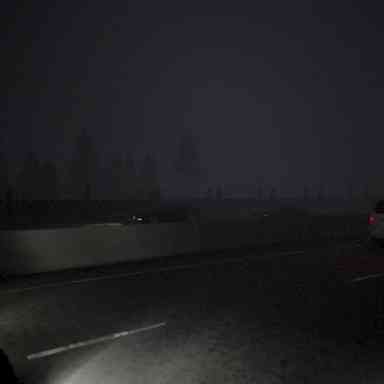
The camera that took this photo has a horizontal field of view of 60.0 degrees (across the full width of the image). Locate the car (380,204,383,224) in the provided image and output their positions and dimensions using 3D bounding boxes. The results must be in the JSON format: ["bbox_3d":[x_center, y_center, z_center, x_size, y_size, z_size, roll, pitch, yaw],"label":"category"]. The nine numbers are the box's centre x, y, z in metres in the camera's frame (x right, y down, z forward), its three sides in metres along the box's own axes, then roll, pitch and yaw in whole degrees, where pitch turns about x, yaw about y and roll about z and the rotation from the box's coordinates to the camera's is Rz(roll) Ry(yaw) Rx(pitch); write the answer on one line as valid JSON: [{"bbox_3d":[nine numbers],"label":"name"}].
[{"bbox_3d":[15.516,1.565,23.148,4.181,1.385,1.994,0,0,-20],"label":"car"}]

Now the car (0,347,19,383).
[{"bbox_3d":[-3.519,1.536,1.196,5.357,1.411,2.033,0,0,-36],"label":"car"}]

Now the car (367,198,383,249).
[{"bbox_3d":[9.331,1.208,12.868,5.566,2.045,2.150,0,0,-25],"label":"car"}]

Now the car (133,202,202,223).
[{"bbox_3d":[-1.673,1.458,23.112,4.892,1.490,1.837,0,0,-28],"label":"car"}]

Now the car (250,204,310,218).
[{"bbox_3d":[6.139,1.539,23.107,4.181,1.385,1.994,0,0,-24],"label":"car"}]
